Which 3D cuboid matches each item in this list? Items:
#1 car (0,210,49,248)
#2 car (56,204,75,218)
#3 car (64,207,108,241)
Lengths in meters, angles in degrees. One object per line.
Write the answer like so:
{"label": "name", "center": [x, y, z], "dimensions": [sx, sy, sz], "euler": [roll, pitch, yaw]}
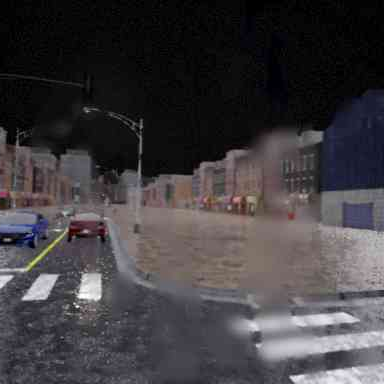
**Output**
{"label": "car", "center": [-8.118, 1.680, 15.902], "dimensions": [1.882, 1.535, 5.008], "euler": [3, -1, -15]}
{"label": "car", "center": [-13.809, 2.126, 36.942], "dimensions": [2.128, 1.511, 4.902], "euler": [3, -2, -15]}
{"label": "car", "center": [-5.893, 1.853, 18.948], "dimensions": [1.882, 1.535, 5.008], "euler": [3, -2, -15]}
